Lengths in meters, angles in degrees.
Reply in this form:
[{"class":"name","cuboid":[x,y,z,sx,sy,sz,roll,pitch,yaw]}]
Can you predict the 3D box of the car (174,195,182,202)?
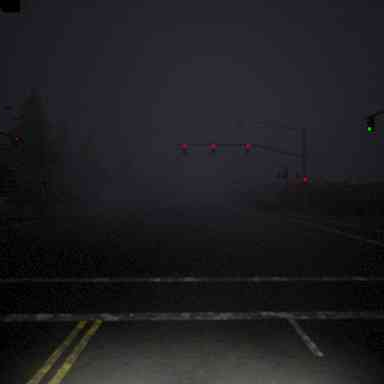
[{"class":"car","cuboid":[-3.494,1.582,81.488,1.812,1.442,4.674,0,0,0]}]
